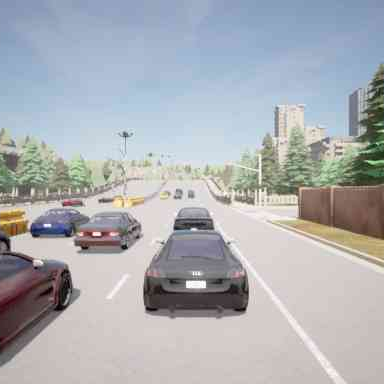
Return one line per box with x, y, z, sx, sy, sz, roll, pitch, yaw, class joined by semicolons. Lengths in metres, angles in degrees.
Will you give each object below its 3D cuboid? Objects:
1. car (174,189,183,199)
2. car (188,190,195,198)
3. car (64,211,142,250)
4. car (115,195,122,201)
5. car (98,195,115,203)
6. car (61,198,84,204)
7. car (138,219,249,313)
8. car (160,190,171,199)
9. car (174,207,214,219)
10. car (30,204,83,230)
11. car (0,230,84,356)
-3.697;0.903;86.888;2.097;1.767;4.553;0;3;0;car
-0.218;0.839;90.060;1.837;1.490;4.892;0;4;0;car
-3.409;1.547;14.371;2.033;1.411;5.357;0;0;0;car
-17.639;1.452;77.933;2.033;1.411;5.357;0;1;0;car
-17.574;1.601;67.220;1.895;1.301;4.718;0;0;0;car
-17.647;1.601;49.214;1.895;1.301;4.718;0;0;0;car
0.088;1.564;7.740;1.994;1.385;4.181;0;0;1;car
-7.198;1.024;86.902;1.882;1.535;5.008;0;3;0;car
0.084;1.478;16.730;1.882;1.535;5.008;0;0;0;car
-6.919;1.564;17.931;1.994;1.385;4.181;0;0;0;car
-3.410;1.564;5.131;1.994;1.385;4.181;0;0;0;car
